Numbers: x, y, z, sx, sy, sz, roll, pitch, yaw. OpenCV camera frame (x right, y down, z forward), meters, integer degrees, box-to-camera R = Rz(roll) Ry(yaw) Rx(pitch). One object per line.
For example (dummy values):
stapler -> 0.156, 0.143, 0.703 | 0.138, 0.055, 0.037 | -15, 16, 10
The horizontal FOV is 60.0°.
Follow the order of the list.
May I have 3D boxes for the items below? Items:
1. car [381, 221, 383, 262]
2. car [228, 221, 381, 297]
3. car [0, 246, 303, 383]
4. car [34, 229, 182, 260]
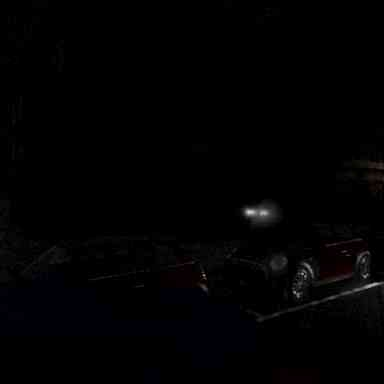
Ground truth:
car -> 7.255, 1.690, 11.714 | 4.313, 1.339, 1.947 | 1, -1, -35
car -> 2.752, 1.510, 8.505 | 4.097, 1.590, 1.967 | 1, -1, -35
car -> -1.654, 1.476, 2.193 | 5.008, 1.535, 1.882 | 1, -1, -35
car -> -1.750, 1.455, 5.294 | 4.097, 1.590, 1.967 | 1, -1, -35
